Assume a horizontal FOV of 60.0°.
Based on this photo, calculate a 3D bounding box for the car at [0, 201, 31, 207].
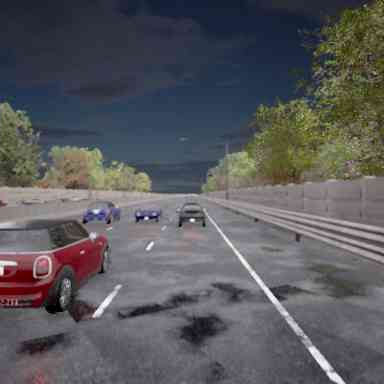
[{"bbox_3d":[-21.214,1.821,40.684,1.994,1.385,4.181,0,0,0],"label":"car"}]

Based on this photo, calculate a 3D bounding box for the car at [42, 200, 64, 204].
[{"bbox_3d":[-17.706,1.750,42.314,2.128,1.511,4.902,0,0,0],"label":"car"}]

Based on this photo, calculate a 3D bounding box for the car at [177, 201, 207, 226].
[{"bbox_3d":[0.011,1.627,24.254,1.837,1.490,4.892,0,0,0],"label":"car"}]

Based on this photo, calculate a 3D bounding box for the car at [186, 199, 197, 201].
[{"bbox_3d":[-0.059,1.725,42.451,1.837,1.490,4.892,0,0,0],"label":"car"}]

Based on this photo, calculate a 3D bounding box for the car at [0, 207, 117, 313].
[{"bbox_3d":[-3.425,1.400,7.918,2.097,1.767,4.553,0,0,0],"label":"car"}]

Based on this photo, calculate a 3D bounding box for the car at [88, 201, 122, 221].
[{"bbox_3d":[-6.998,1.501,26.376,2.097,1.767,4.553,0,0,0],"label":"car"}]

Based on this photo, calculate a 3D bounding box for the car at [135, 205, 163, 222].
[{"bbox_3d":[-3.502,1.750,27.815,1.895,1.301,4.718,0,0,0],"label":"car"}]
